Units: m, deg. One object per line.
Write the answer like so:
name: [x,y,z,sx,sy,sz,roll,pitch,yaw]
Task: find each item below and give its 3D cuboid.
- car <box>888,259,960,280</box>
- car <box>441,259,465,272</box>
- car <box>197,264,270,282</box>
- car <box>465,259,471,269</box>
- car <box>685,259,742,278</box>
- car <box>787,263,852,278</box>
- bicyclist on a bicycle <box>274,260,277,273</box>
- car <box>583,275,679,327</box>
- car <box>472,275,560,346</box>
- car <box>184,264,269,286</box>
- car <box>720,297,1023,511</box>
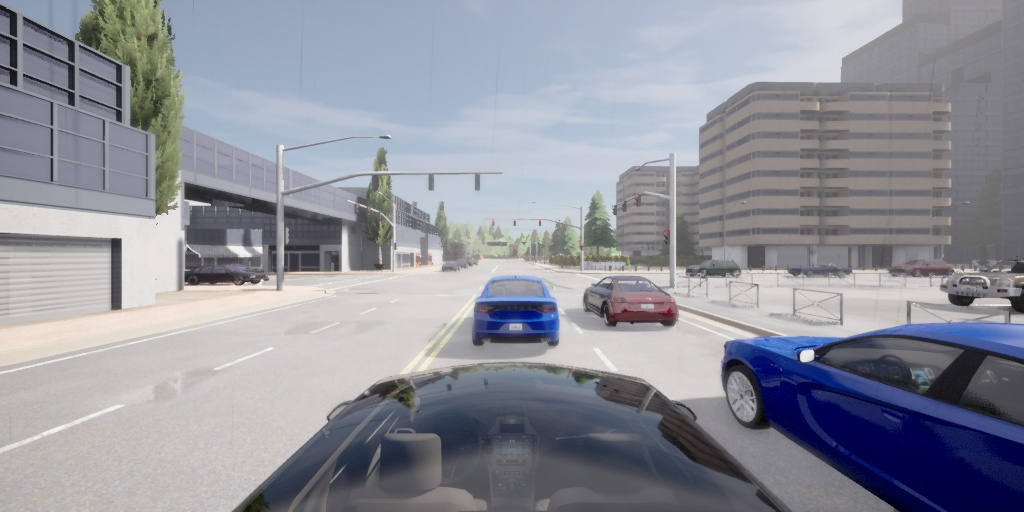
car: [38.464,1.104,33.800,4.553,1.767,2.097,0,0,-1]
car: [-7.841,1.298,46.588,2.033,1.411,5.357,0,0,0]
car: [-21.818,1.314,28.233,4.181,1.385,1.994,0,0,-1]
car: [-7.976,1.255,56.539,1.837,1.490,4.892,0,0,-1]
car: [18.689,1.102,33.411,4.553,1.767,2.097,0,0,-1]
car: [28.765,1.351,33.617,4.718,1.301,1.895,0,0,-1]
bicyclist on a bicycle: [-25.837,1.053,39.663,0.582,1.620,1.656,0,0,-1]
car: [3.603,1.314,11.578,1.994,1.385,4.181,0,0,0]
car: [0.095,1.228,9.446,1.882,1.535,5.008,0,0,0]
car: [-19.937,1.297,24.758,5.357,1.411,2.033,0,0,-1]
car: [3.603,1.228,2.594,1.882,1.535,5.008,0,0,0]
